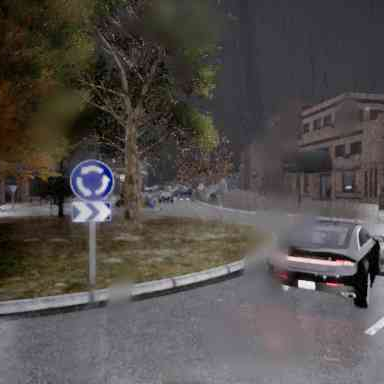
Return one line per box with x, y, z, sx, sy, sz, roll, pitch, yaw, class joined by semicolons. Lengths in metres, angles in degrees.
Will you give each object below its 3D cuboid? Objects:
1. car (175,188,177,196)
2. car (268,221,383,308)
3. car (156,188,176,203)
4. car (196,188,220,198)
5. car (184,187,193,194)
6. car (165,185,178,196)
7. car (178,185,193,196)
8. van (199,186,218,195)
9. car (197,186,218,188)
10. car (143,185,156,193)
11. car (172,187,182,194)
-4.388;0.507;63.204;1.994;1.385;4.181;0;2;1;car
3.381;1.444;8.021;2.128;1.511;4.902;0;1;33;car
-3.957;0.664;50.319;2.097;1.767;4.553;0;2;-5;car
3.313;0.430;63.393;4.892;1.521;2.231;0;2;1;car
-0.747;-0.349;83.243;1.837;1.490;4.892;0;2;5;car
-4.235;-0.008;73.137;2.097;1.767;4.553;0;2;2;car
-1.238;-0.135;72.921;2.150;2.045;5.566;0;2;2;car
3.956;-0.320;79.675;4.442;1.987;1.878;0;2;3;van
3.418;0.219;66.141;4.553;1.767;2.185;0;2;1;car
-12.017;-0.472;90.496;2.097;1.535;5.008;0;2;6;car
-3.771;-0.359;83.015;1.837;1.490;4.892;0;2;5;car
